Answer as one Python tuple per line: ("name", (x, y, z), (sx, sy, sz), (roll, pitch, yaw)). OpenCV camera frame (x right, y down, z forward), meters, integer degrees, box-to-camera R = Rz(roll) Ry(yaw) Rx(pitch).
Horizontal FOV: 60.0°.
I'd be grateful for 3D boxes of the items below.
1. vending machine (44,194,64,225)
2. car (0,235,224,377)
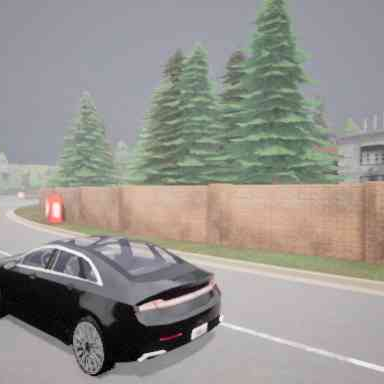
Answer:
("vending machine", (-9.651, 1.192, 23.238), (1.100, 2.100, 0.880), (0, 0, -39))
("car", (-1.796, 1.494, 5.623), (4.902, 1.511, 2.128), (0, 0, 39))
